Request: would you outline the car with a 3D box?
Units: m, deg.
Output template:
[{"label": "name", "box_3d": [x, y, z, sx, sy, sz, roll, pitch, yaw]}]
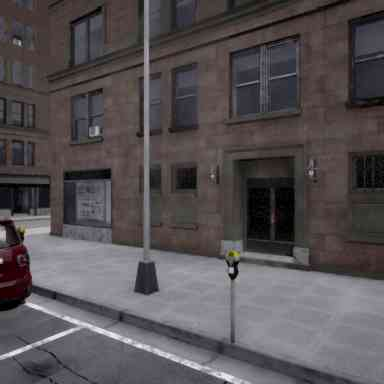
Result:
[{"label": "car", "box_3d": [-5.112, 1.315, 6.444, 5.009, 1.841, 2.192, 0, 0, 35]}]
